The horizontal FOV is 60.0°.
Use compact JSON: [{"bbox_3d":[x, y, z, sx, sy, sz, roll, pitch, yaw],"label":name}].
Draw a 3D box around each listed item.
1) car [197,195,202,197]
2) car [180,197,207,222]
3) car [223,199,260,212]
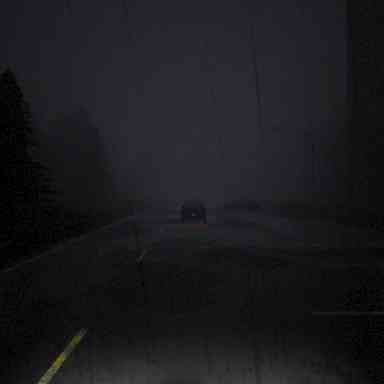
[{"bbox_3d":[0.119,1.423,42.317,1.812,1.442,4.674,0,0,0],"label":"car"},{"bbox_3d":[0.111,1.415,25.548,1.882,1.535,5.008,0,0,0],"label":"car"},{"bbox_3d":[5.575,1.459,37.579,4.181,1.381,1.994,0,0,-1],"label":"car"}]
